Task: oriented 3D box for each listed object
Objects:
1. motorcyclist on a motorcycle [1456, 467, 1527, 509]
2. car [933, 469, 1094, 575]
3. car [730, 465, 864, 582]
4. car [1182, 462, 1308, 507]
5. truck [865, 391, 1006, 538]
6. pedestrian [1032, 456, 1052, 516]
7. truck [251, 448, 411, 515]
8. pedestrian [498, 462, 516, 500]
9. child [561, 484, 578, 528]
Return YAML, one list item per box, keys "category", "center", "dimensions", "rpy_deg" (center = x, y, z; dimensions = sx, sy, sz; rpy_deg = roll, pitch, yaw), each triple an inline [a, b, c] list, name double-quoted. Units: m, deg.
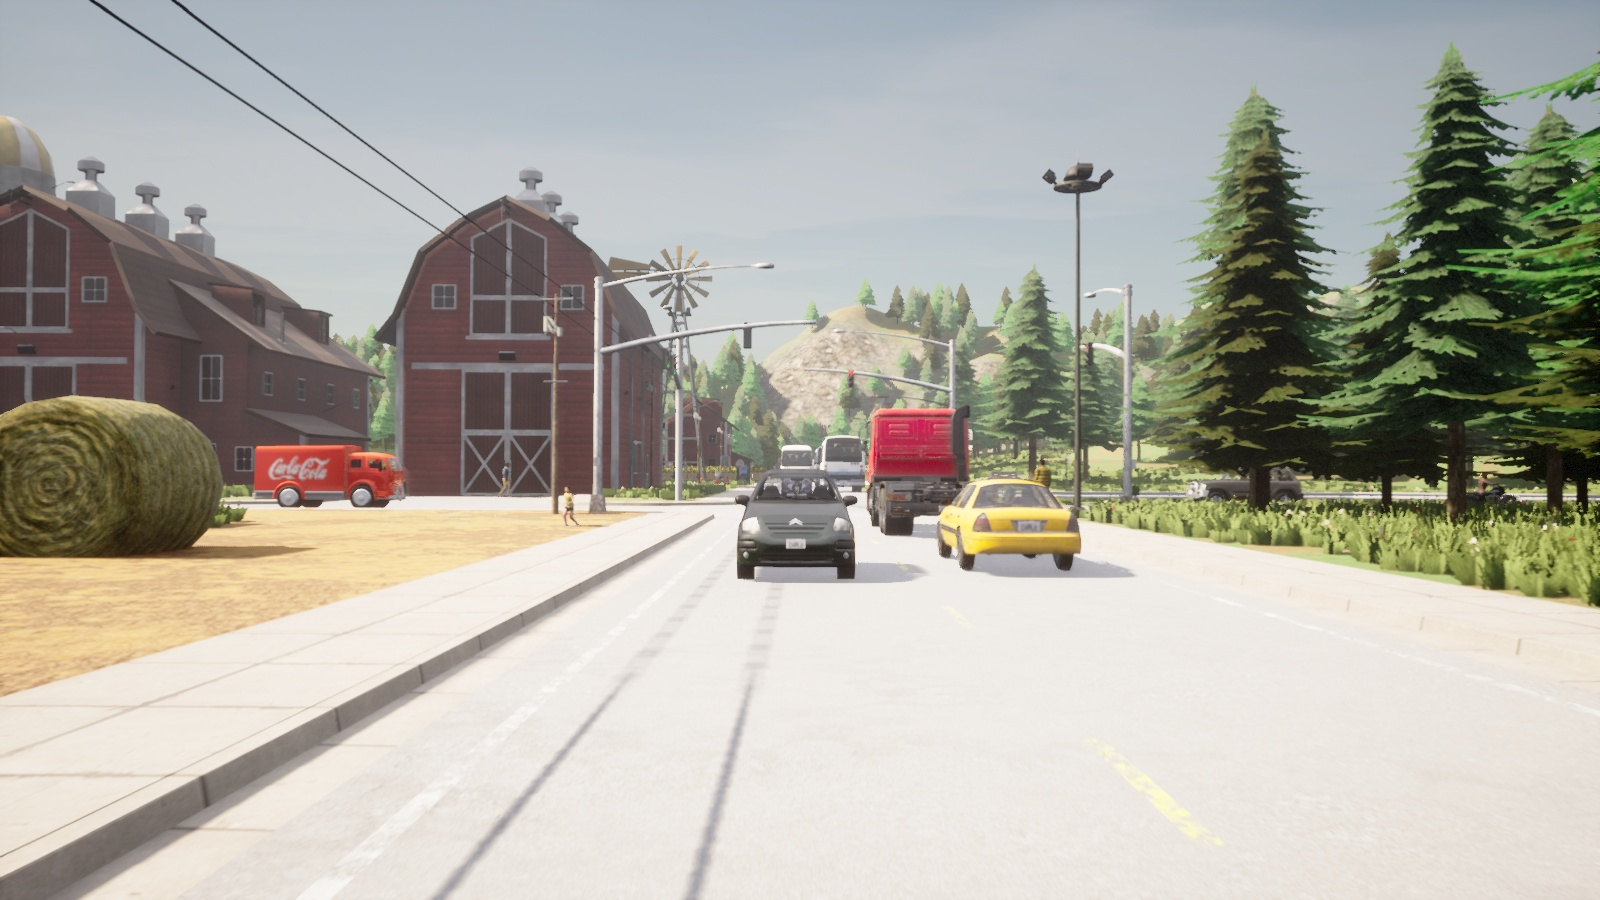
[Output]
- category: "motorcyclist on a motorcycle"
  center: [27.223, 1.487, 49.452]
  dimensions: [2.350, 1.649, 0.766]
  rpy_deg: [0, -1, -1]
- category: "car"
  center: [3.449, 1.111, 21.326]
  dimensions: [1.801, 1.575, 5.366]
  rpy_deg: [0, -1, 0]
- category: "car"
  center: [-0.047, 1.051, 19.450]
  dimensions: [1.851, 1.617, 3.988]
  rpy_deg: [0, -1, 0]
- category: "car"
  center: [18.646, 1.445, 52.778]
  dimensions: [4.605, 1.855, 1.932]
  rpy_deg: [0, -1, -1]
- category: "truck"
  center: [3.416, 0.403, 33.660]
  dimensions: [2.891, 3.462, 7.936]
  rpy_deg: [0, -1, 0]
- category: "pedestrian"
  center: [7.507, 1.117, 39.005]
  dimensions: [0.431, 1.840, 0.709]
  rpy_deg: [0, -1, -5]
- category: "truck"
  center: [-18.028, 1.212, 48.529]
  dimensions: [5.204, 2.467, 2.627]
  rpy_deg: [0, -1, -1]
- category: "pedestrian"
  center: [-15.119, 1.618, 64.859]
  dimensions: [0.788, 1.949, 0.423]
  rpy_deg: [0, -1, 11]
- category: "child"
  center: [-5.786, 1.398, 31.488]
  dimensions: [0.255, 1.110, 0.394]
  rpy_deg: [-1, -1, 22]
